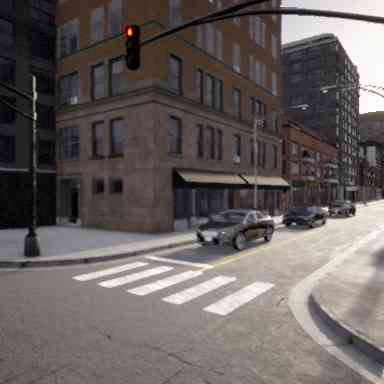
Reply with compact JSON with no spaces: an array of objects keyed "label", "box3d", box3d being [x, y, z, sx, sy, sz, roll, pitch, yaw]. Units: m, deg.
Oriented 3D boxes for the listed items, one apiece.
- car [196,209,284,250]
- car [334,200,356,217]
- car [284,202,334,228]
[{"label":"car","box3d":[2.052,1.547,14.801,2.128,1.511,4.902,0,0,36]},{"label":"car","box3d":[14.601,1.587,32.407,2.128,1.511,4.902,0,0,36]},{"label":"car","box3d":[7.971,1.622,23.111,2.033,1.411,5.357,0,0,35]}]
